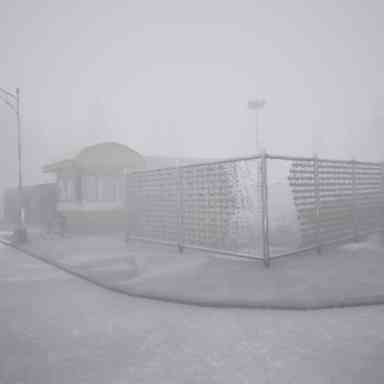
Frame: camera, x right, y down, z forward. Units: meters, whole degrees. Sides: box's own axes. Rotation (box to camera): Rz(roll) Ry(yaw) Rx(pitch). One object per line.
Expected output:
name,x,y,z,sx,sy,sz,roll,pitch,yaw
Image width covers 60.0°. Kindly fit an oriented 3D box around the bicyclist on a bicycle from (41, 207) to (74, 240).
bicyclist on a bicycle,-6.884,1.597,17.031,1.656,1.620,0.582,-2,0,-40
